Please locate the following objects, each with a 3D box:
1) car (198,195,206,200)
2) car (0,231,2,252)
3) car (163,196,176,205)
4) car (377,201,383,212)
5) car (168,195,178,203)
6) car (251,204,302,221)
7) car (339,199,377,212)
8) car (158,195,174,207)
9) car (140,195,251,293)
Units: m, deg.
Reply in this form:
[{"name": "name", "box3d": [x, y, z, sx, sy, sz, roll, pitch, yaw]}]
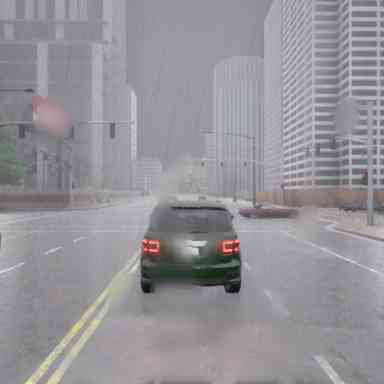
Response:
[{"name": "car", "box3d": [2.737, 1.500, 90.590, 1.837, 1.490, 4.892, 0, 0, 0]}, {"name": "car", "box3d": [-7.151, 1.505, 9.007, 1.837, 1.490, 4.892, 0, 0, 0]}, {"name": "car", "box3d": [-4.082, 1.547, 61.861, 2.033, 1.411, 5.357, 0, 0, 0]}, {"name": "car", "box3d": [22.134, 1.477, 33.882, 5.008, 1.535, 1.882, 0, 0, -1]}, {"name": "car", "box3d": [-4.105, 1.500, 72.166, 1.837, 1.490, 4.892, 0, 0, 0]}, {"name": "car", "box3d": [6.188, 1.601, 26.461, 4.718, 1.301, 1.895, 0, 0, -1]}, {"name": "car", "box3d": [19.466, 1.547, 37.347, 5.357, 1.411, 2.033, 0, 0, -1]}, {"name": "car", "box3d": [-4.026, 1.352, 52.238, 2.097, 1.767, 4.553, 0, 0, 0]}, {"name": "car", "box3d": [-0.021, 1.221, 8.980, 2.150, 2.045, 5.566, 0, 0, 0]}]
